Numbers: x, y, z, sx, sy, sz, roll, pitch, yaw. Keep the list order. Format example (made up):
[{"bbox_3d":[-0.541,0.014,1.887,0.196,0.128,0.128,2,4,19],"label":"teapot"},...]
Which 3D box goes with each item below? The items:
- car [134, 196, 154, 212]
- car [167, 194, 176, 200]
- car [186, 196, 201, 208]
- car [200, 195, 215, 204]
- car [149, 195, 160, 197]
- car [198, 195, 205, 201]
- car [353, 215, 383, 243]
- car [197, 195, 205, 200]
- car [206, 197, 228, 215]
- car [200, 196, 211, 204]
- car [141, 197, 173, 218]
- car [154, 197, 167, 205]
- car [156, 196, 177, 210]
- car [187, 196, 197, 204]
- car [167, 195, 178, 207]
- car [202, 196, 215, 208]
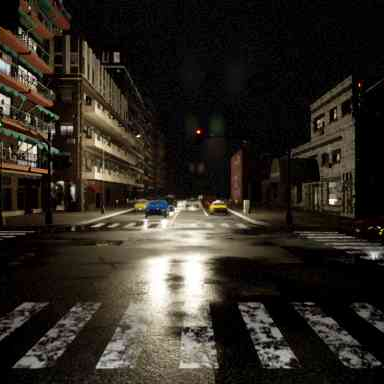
[{"bbox_3d":[-5.735,1.549,39.171,1.752,1.417,4.829,0,0,0],"label":"car"},{"bbox_3d":[-5.802,1.434,94.734,2.192,1.841,5.009,0,0,0],"label":"car"},{"bbox_3d":[0.046,1.636,49.521,1.895,1.301,4.718,0,0,0],"label":"car"},{"bbox_3d":[2.633,1.351,50.431,2.192,1.841,5.009,0,0,0],"label":"car"},{"bbox_3d":[-5.748,1.351,50.420,2.192,1.841,5.009,0,0,0],"label":"car"},{"bbox_3d":[2.584,1.632,89.375,1.752,1.417,4.829,0,0,0],"label":"car"},{"bbox_3d":[10.157,1.523,15.502,5.008,1.535,1.882,0,0,-3],"label":"car"},{"bbox_3d":[2.578,1.670,94.744,2.008,1.369,4.403,0,0,0],"label":"car"},{"bbox_3d":[2.652,1.544,33.983,1.752,1.417,4.829,0,0,0],"label":"car"},{"bbox_3d":[2.612,1.612,67.048,2.008,1.369,4.403,0,0,0],"label":"car"},{"bbox_3d":[-3.136,1.493,30.672,1.882,1.535,5.008,0,0,0],"label":"car"},{"bbox_3d":[-5.762,1.603,61.498,2.008,1.369,4.403,0,0,0],"label":"car"},{"bbox_3d":[-3.130,1.550,39.950,1.812,1.442,4.674,0,0,0],"label":"car"},{"bbox_3d":[-0.006,1.614,69.418,2.033,1.411,5.357,0,0,0],"label":"car"},{"bbox_3d":[-3.135,1.541,50.018,1.837,1.490,4.892,0,0,0],"label":"car"},{"bbox_3d":[2.639,1.611,44.891,1.802,1.307,4.206,0,0,0],"label":"car"}]
